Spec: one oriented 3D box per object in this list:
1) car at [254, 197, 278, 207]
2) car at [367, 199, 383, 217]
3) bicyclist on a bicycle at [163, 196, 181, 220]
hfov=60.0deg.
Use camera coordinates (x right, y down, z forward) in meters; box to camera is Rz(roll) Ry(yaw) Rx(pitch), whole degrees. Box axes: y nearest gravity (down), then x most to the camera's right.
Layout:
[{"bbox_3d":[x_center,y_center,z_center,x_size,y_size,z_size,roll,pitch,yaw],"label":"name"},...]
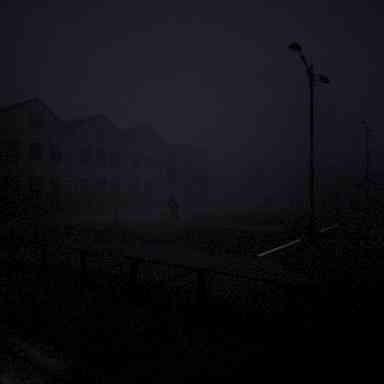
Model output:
[{"bbox_3d":[10.446,1.344,46.692,2.033,1.411,5.357,0,0,33],"label":"car"},{"bbox_3d":[15.424,1.296,26.815,2.007,1.523,4.514,0,0,35],"label":"car"},{"bbox_3d":[-1.399,1.100,23.069,1.656,1.620,0.582,0,0,35],"label":"bicyclist on a bicycle"}]
